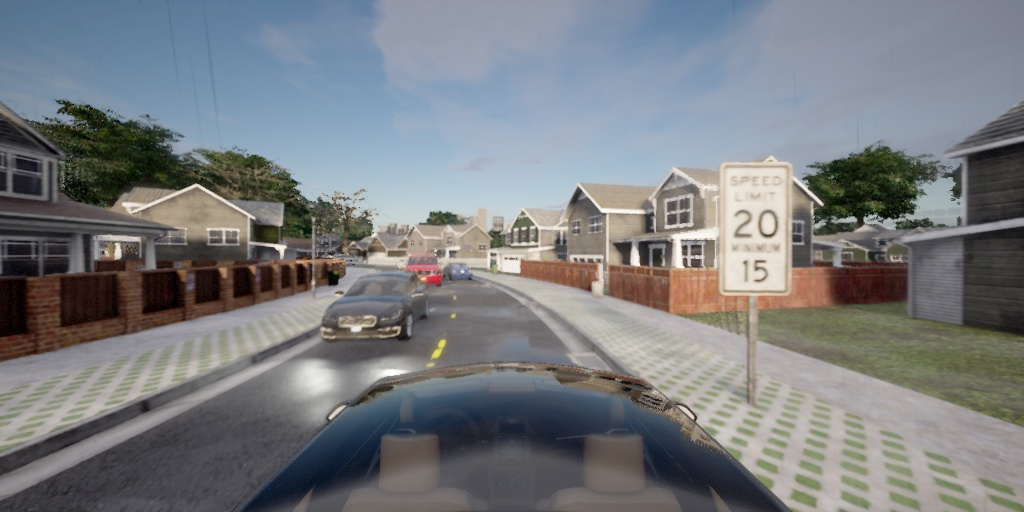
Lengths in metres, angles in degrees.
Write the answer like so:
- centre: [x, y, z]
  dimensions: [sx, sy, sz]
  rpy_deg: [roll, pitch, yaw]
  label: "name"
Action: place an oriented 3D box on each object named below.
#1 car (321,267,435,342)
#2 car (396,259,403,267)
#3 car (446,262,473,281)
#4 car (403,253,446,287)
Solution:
- centre: [-3.410, 1.223, 9.750]
  dimensions: [1.837, 1.490, 4.892]
  rpy_deg: [0, 0, -6]
  label: "car"
- centre: [-14.127, 1.090, 48.200]
  dimensions: [1.812, 1.442, 4.674]
  rpy_deg: [0, 0, -34]
  label: "car"
- centre: [-4.584, 1.208, 29.361]
  dimensions: [2.033, 1.411, 5.357]
  rpy_deg: [0, 0, -20]
  label: "car"
- centre: [-5.821, 0.887, 23.498]
  dimensions: [2.150, 2.045, 5.566]
  rpy_deg: [0, 2, -15]
  label: "car"
